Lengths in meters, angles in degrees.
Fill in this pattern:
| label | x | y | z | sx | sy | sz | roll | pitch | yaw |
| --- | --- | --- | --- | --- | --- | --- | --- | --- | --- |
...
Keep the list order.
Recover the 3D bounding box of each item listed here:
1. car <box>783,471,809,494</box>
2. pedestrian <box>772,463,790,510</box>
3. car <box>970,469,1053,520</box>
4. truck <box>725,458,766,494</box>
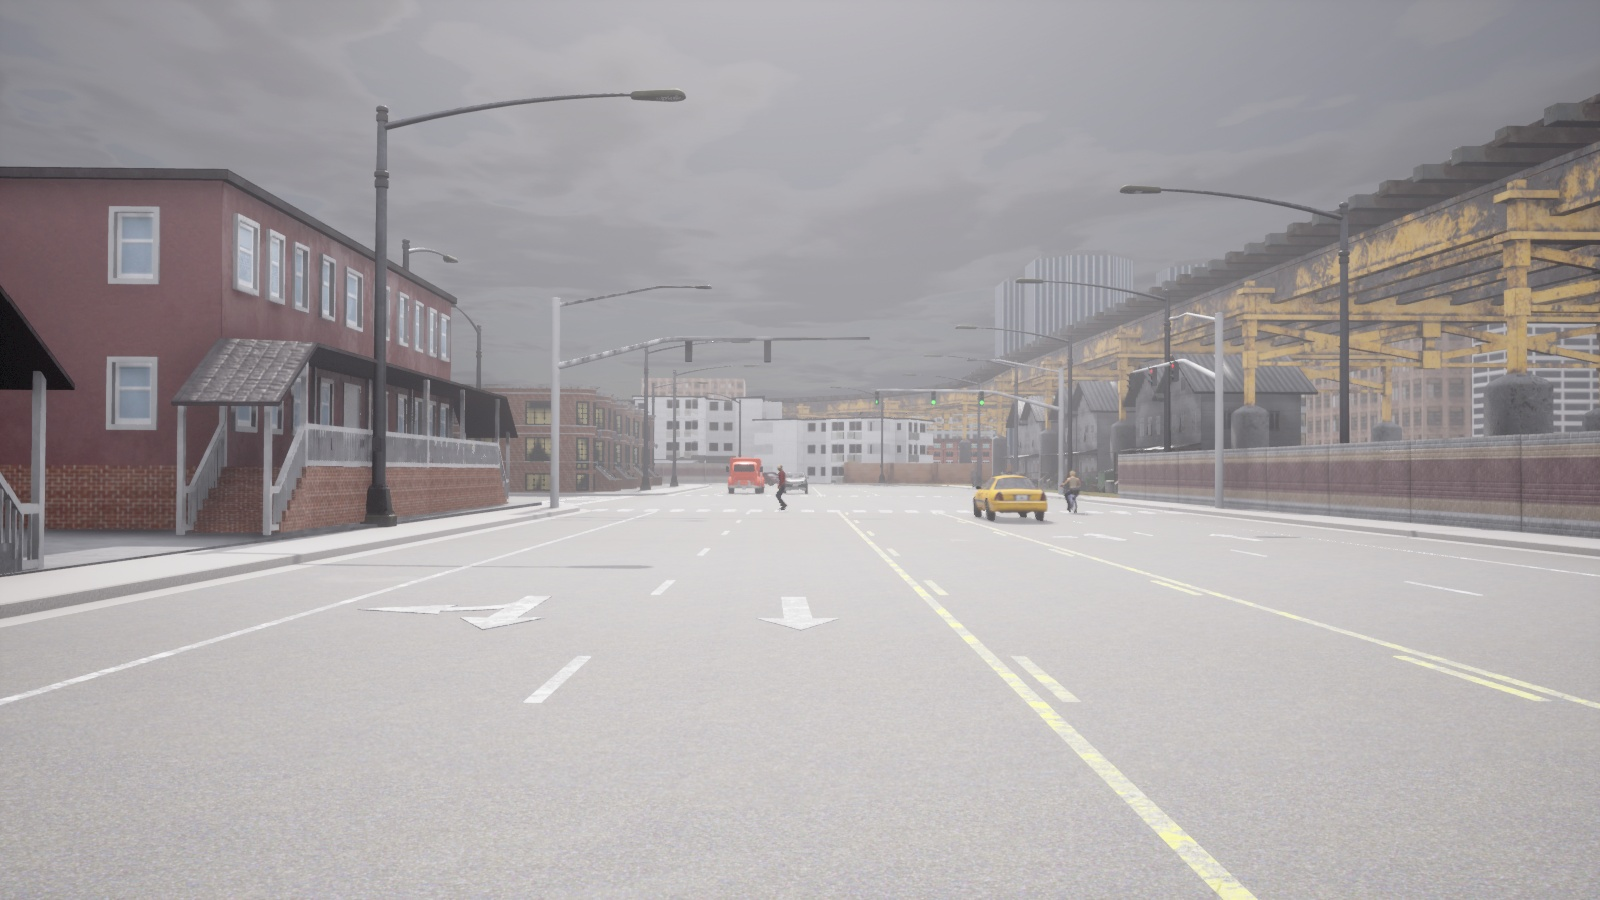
| label | x | y | z | sx | sy | sz | roll | pitch | yaw |
| --- | --- | --- | --- | --- | --- | --- | --- | --- | --- |
| car | -0.259 | 2.240 | 86.340 | 1.789 | 1.549 | 3.705 | 0 | -1 | 0 |
| pedestrian | -0.730 | 1.420 | 48.805 | 0.636 | 1.846 | 0.331 | 0 | -1 | 8 |
| car | 6.872 | 1.419 | 41.352 | 1.801 | 1.575 | 5.366 | 0 | -1 | 0 |
| truck | -3.769 | 1.805 | 87.320 | 2.627 | 2.467 | 5.204 | 0 | -1 | 0 |
